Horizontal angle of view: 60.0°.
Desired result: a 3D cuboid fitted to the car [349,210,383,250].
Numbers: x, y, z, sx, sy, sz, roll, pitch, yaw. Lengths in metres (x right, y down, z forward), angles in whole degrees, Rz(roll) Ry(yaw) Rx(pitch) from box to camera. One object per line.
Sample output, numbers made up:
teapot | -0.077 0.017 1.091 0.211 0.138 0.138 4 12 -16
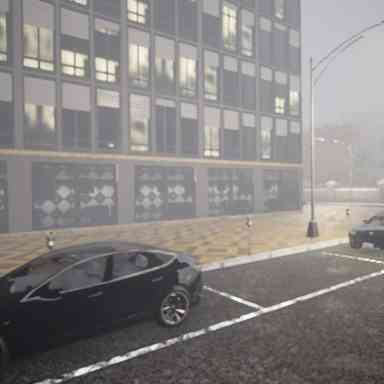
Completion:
car | 7.443 1.311 11.970 4.313 1.339 1.947 -1 1 -36

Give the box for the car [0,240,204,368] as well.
car | -1.785 1.537 5.286 4.313 1.339 1.947 -1 1 -36
